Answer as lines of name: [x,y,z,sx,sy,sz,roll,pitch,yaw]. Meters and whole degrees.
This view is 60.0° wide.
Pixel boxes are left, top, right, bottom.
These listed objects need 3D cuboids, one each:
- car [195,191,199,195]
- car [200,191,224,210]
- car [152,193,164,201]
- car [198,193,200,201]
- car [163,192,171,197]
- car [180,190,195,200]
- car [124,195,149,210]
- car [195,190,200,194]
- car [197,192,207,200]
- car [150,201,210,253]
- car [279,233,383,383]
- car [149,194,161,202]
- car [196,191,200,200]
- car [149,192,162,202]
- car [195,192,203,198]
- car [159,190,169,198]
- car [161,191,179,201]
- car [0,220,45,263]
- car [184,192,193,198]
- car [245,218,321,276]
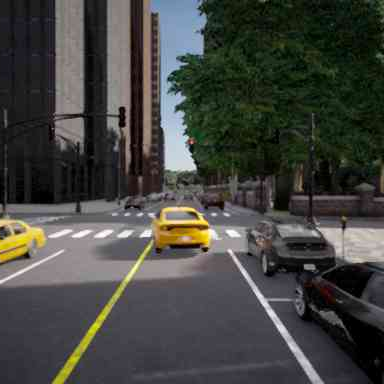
car: [2.099,0.984,58.248,2.008,1.369,4.403,0,1,-1]
car: [2.347,0.949,36.423,2.192,1.841,5.009,0,1,-1]
car: [-6.488,0.965,63.601,1.802,1.307,4.206,0,1,-1]
car: [2.223,1.099,47.336,1.947,1.339,4.313,0,1,-1]
car: [-6.798,0.682,90.883,1.887,1.381,4.507,0,1,-1]
car: [-0.704,0.857,65.596,2.128,1.511,4.902,0,0,0]
car: [-6.177,1.200,36.319,1.947,1.339,4.313,0,1,-1]
car: [2.037,0.824,63.703,1.967,1.590,4.097,0,1,-1]
car: [1.975,0.774,69.159,1.967,1.590,4.097,0,1,-1]
car: [-0.595,1.340,13.255,1.882,1.535,5.008,0,1,-9]
car: [2.714,1.521,4.250,1.947,1.339,4.313,0,1,-1]
car: [-6.426,1.015,58.144,1.802,1.307,4.206,0,1,-1]
car: [2.161,1.034,52.792,2.008,1.369,4.403,0,1,-1]
car: [-6.364,1.034,52.687,2.008,1.369,4.403,0,1,-1]
car: [1.786,0.709,85.697,1.752,1.417,4.829,0,1,-1]
car: [-6.674,0.549,79.968,2.192,1.841,5.009,0,1,-1]
car: [-3.706,0.959,55.912,1.837,1.490,4.892,0,1,0]
car: [-5.871,1.425,9.486,1.752,1.417,4.829,0,1,-1]
car: [-0.876,0.737,76.923,1.994,1.385,4.181,0,1,-1]
car: [2.651,1.449,9.763,2.008,1.369,4.403,0,1,-1]
